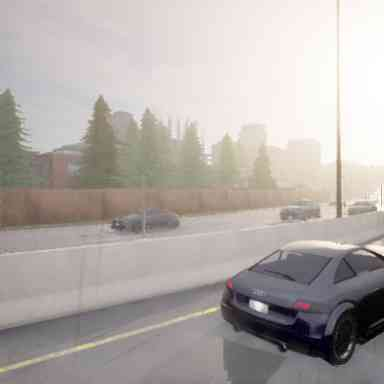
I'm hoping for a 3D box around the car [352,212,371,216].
[{"bbox_3d":[15.228,1.512,29.511,1.837,1.490,4.892,0,-1,37],"label":"car"}]

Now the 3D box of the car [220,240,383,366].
[{"bbox_3d":[2.494,1.569,5.929,4.181,1.385,1.994,0,0,-39],"label":"car"}]
